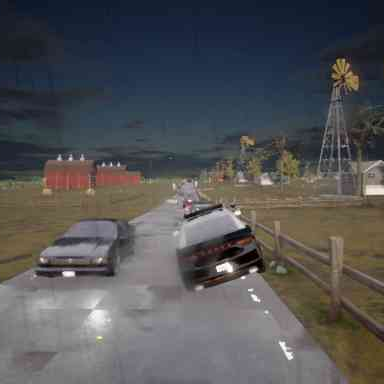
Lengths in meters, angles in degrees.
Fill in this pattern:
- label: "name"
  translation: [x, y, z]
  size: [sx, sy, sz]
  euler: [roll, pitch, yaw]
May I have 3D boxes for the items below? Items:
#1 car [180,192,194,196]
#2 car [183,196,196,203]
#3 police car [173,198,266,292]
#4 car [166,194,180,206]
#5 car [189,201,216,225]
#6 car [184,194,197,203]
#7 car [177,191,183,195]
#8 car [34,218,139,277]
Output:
- label: "car"
  translation: [-0.195, 1.237, 47.063]
  size: [2.097, 1.767, 4.553]
  euler: [0, 0, 0]
- label: "car"
  translation: [0.667, 1.308, 19.108]
  size: [2.097, 1.767, 4.553]
  euler: [-1, 0, 0]
- label: "police car"
  translation: [0.529, 1.199, 9.227]
  size: [1.930, 1.638, 5.238]
  euler: [-18, 3, 0]
- label: "car"
  translation: [-3.077, 1.434, 52.274]
  size: [1.895, 1.301, 4.718]
  euler: [0, 1, 0]
- label: "car"
  translation: [0.714, 1.471, 25.149]
  size: [1.837, 1.490, 4.892]
  euler: [0, 0, 0]
- label: "car"
  translation: [-0.269, 1.209, 60.581]
  size: [2.128, 1.511, 4.902]
  euler: [0, 1, 0]
- label: "car"
  translation: [-3.161, 0.473, 92.559]
  size: [2.033, 1.411, 5.357]
  euler: [0, 2, 0]
- label: "car"
  translation: [-2.895, 1.537, 10.466]
  size: [2.033, 1.411, 5.357]
  euler: [0, 0, 0]
